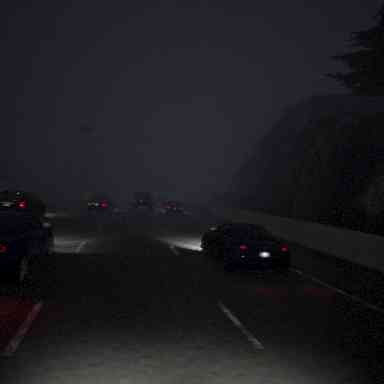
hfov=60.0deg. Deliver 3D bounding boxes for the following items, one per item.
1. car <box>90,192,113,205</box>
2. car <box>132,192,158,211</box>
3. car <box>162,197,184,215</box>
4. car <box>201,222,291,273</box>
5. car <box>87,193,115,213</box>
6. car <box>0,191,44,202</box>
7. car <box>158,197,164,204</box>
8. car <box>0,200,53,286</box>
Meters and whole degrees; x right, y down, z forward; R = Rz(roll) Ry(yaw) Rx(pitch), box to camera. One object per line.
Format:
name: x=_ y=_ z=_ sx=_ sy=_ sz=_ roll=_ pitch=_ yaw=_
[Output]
car: x=-12.698 y=0.863 z=46.975 sx=1.882 sy=1.535 sz=5.008 roll=3 pitch=0 yaw=0
car: x=-5.620 y=1.047 z=38.936 sx=2.150 sy=2.045 sz=5.566 roll=3 pitch=0 yaw=-2
car: x=-1.834 y=1.610 z=34.934 sx=2.033 sy=1.411 sz=5.357 roll=4 pitch=0 yaw=-4
car: x=1.668 y=1.738 z=11.454 sx=1.994 sy=1.385 sz=4.181 roll=4 pitch=0 yaw=-12
car: x=-8.533 y=1.134 z=31.530 sx=2.033 sy=1.411 sz=5.357 roll=4 pitch=0 yaw=-5
car: x=-10.607 y=0.737 z=20.624 sx=2.097 sy=1.767 sz=4.553 roll=4 pitch=0 yaw=-8
car: x=-5.395 y=1.516 z=59.483 sx=1.994 sy=1.385 sz=4.181 roll=4 pitch=0 yaw=4
car: x=-4.879 y=1.188 z=8.472 sx=1.882 sy=1.535 sz=5.008 roll=4 pitch=0 yaw=-12
